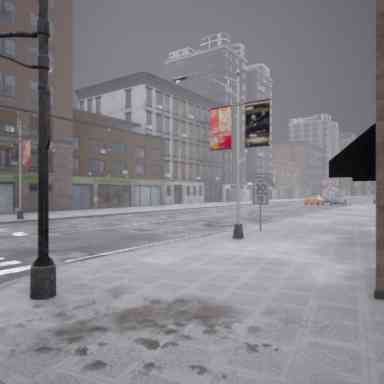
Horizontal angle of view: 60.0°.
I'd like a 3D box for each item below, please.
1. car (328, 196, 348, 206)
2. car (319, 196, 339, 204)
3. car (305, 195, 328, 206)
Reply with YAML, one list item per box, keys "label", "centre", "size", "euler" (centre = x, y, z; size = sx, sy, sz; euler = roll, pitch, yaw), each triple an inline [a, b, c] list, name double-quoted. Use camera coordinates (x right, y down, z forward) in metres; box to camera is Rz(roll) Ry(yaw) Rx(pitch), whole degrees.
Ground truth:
- label: "car"
  centre: [22.728, 1.376, 51.466]
  size: [2.033, 1.411, 5.357]
  euler: [0, 0, 34]
- label: "car"
  centre: [24.889, 1.374, 60.272]
  size: [2.033, 1.411, 5.357]
  euler: [0, 0, 37]
- label: "car"
  centre: [19.300, 1.182, 52.250]
  size: [2.097, 1.767, 4.553]
  euler: [0, 0, 35]
